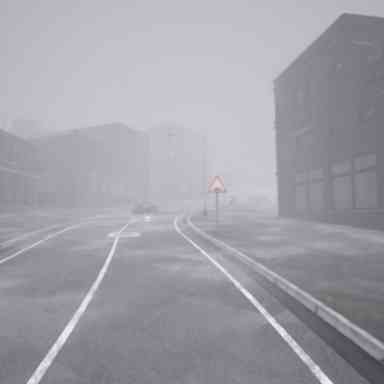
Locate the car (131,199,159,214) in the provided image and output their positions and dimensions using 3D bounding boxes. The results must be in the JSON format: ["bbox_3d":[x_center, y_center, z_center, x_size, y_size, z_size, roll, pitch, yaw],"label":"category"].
[{"bbox_3d":[-5.495,1.601,39.003,2.097,1.767,4.553,-1,-1,11],"label":"car"}]

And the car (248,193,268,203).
[{"bbox_3d":[14.959,1.357,75.223,5.566,2.045,2.150,-1,-3,-45],"label":"car"}]
